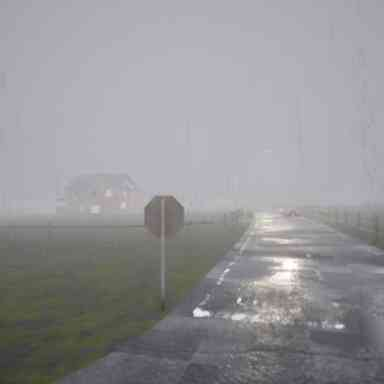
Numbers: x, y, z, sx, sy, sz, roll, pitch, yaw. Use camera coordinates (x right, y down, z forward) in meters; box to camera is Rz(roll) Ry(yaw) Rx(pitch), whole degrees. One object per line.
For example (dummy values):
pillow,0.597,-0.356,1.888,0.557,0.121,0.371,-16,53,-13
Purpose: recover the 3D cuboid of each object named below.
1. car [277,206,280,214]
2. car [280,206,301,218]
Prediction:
car,14.757,2.886,53.405,1.895,1.301,4.718,-1,-2,10
car,12.908,2.626,43.351,1.895,1.301,4.718,-1,-2,11
